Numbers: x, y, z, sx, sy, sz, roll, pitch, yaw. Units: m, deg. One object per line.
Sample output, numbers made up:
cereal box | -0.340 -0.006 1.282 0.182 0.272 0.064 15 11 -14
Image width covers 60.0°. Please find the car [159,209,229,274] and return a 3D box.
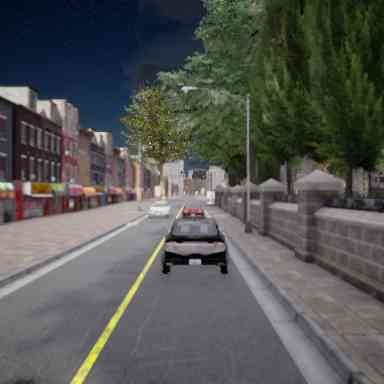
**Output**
car | 0.089 1.552 10.820 2.128 1.511 4.902 0 0 0

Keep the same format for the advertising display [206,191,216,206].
advertising display | 3.005 1.022 52.583 1.540 2.440 0.280 -1 0 0

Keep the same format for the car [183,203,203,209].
car | 0.101 1.661 30.574 1.895 1.301 4.718 0 0 0

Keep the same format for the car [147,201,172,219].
car | -2.843 1.587 30.356 1.812 1.442 4.674 0 0 0
